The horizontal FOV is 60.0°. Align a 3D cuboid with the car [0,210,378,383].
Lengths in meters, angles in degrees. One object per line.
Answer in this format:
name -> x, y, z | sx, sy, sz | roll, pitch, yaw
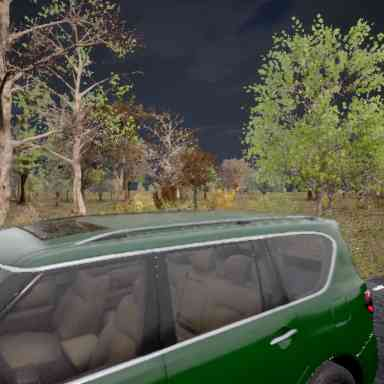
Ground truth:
car -> -0.803, 1.221, 2.499 | 5.566, 2.045, 2.150 | 0, 0, -36
